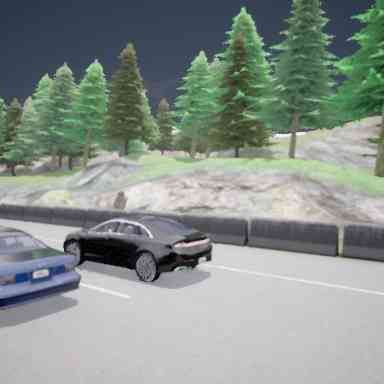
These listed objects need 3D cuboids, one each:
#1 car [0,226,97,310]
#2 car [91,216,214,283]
[{"bbox_3d":[-4.728,1.475,7.366,5.357,1.411,2.033,1,0,36],"label":"car"},{"bbox_3d":[-1.721,1.430,9.520,4.902,1.511,2.128,1,0,36],"label":"car"}]
